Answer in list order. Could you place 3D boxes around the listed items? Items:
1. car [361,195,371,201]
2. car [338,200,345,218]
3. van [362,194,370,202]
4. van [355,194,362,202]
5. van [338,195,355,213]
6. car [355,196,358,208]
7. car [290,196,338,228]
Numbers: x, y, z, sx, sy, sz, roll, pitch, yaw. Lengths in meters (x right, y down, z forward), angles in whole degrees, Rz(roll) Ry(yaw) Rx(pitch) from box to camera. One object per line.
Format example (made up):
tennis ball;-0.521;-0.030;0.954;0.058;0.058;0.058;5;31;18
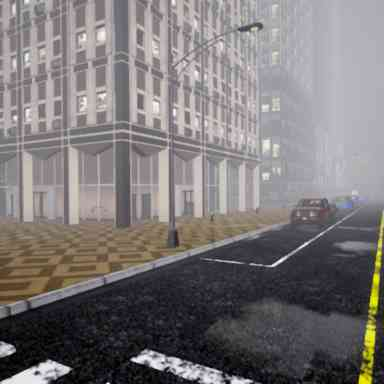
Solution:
car;41.703;1.459;79.765;1.887;1.381;4.507;-1;0;30
car;10.917;1.545;27.074;1.947;1.339;4.313;-1;0;30
van;36.111;1.267;70.182;1.690;1.788;3.998;-1;0;30
van;22.135;1.297;46.220;1.690;1.788;3.998;-1;0;30
van;16.545;1.309;36.635;1.690;1.788;3.998;-1;0;30
car;19.343;1.544;41.426;1.802;1.307;4.206;-1;0;30
car;8.079;1.300;22.307;2.192;1.841;5.009;-1;0;30
